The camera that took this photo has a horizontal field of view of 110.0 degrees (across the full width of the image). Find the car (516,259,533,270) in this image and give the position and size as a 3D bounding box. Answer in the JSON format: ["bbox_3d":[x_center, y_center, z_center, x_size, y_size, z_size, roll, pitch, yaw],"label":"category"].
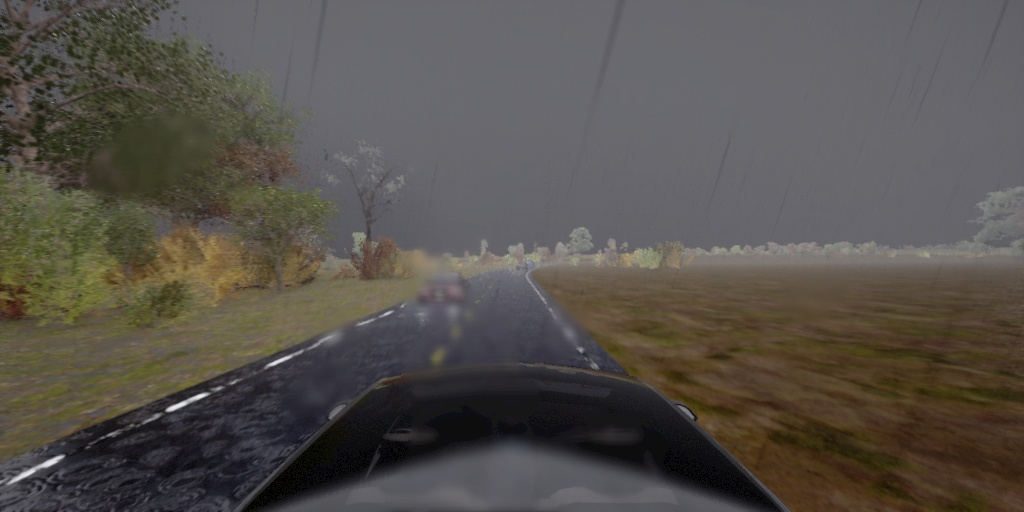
[{"bbox_3d":[1.865,1.621,61.584,2.128,1.511,4.902,0,0,8],"label":"car"}]

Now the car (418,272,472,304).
[{"bbox_3d":[-2.996,1.445,16.786,1.994,1.385,4.181,0,0,0],"label":"car"}]
